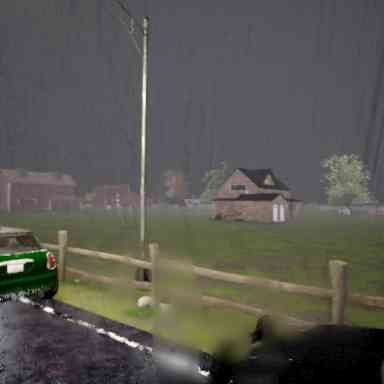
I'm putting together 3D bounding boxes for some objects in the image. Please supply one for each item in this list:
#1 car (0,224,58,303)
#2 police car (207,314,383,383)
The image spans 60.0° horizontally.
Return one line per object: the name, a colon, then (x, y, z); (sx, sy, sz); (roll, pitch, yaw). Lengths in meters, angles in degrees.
car: (-5.260, 1.605, 8.121); (4.553, 1.767, 2.097); (-1, -3, 38)
police car: (2.458, 1.537, 1.984); (5.238, 1.638, 1.930); (-1, -3, 38)
